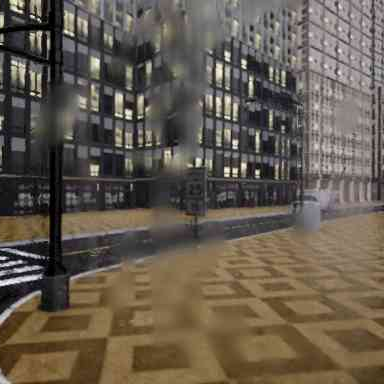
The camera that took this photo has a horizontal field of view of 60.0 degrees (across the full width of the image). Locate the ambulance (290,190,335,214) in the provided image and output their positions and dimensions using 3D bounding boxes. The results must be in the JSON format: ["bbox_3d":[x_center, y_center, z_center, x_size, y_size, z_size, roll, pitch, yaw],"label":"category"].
[{"bbox_3d":[12.500,1.024,34.573,2.351,2.431,6.366,0,0,44],"label":"ambulance"}]
